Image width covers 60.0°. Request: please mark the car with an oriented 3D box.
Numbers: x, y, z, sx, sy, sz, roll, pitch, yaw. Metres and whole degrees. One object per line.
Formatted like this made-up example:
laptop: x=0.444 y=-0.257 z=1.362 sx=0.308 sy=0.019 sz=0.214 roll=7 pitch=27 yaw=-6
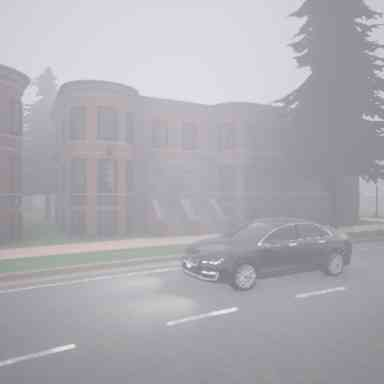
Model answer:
car: x=2.094 y=1.477 z=8.841 sx=4.892 sy=1.490 sz=1.837 roll=1 pitch=0 yaw=-27
